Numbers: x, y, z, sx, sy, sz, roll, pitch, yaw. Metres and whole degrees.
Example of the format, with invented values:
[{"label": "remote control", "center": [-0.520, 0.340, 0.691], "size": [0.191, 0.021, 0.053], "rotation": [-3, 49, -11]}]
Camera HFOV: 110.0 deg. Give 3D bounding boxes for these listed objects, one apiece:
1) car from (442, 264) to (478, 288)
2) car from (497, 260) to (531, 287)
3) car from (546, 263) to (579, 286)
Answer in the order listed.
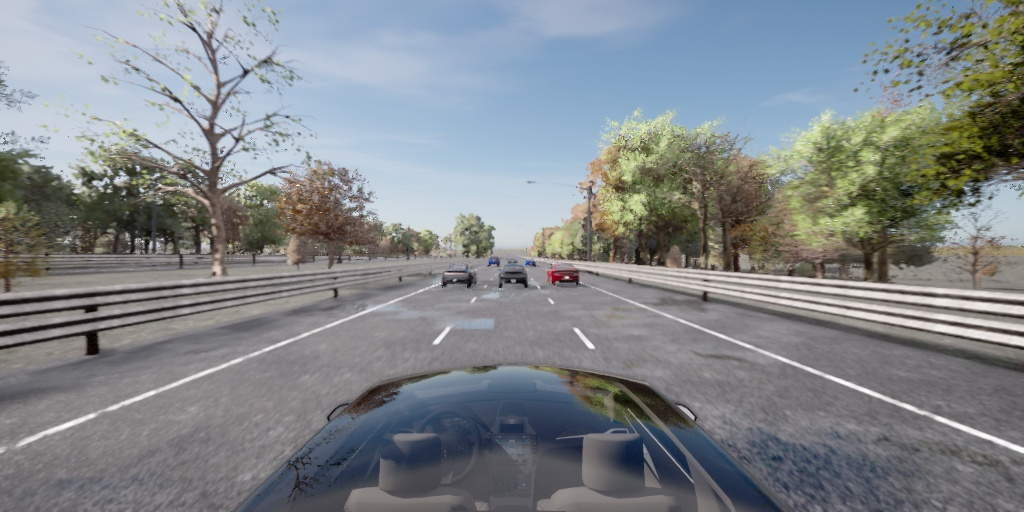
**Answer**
[{"label": "car", "center": [-3.411, 1.260, 23.914], "size": [2.128, 1.511, 4.902], "rotation": [0, 0, 0]}, {"label": "car", "center": [0.089, 1.275, 24.641], "size": [1.837, 1.490, 4.892], "rotation": [0, 0, 0]}, {"label": "car", "center": [3.587, 1.249, 25.931], "size": [1.882, 1.535, 5.008], "rotation": [0, 0, 0]}]
